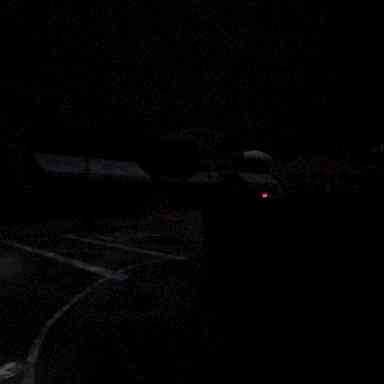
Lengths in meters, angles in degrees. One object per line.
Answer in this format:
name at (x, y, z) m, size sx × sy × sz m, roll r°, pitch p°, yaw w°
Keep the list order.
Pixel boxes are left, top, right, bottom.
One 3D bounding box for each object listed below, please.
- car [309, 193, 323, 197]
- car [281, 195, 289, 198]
car at (28.187, 1.398, 77.379) m, size 2.007 × 1.523 × 4.514 m, roll 0°, pitch 0°, yaw 39°
car at (20.870, 1.308, 74.287) m, size 1.970 × 1.475 × 3.806 m, roll 0°, pitch 0°, yaw 39°
